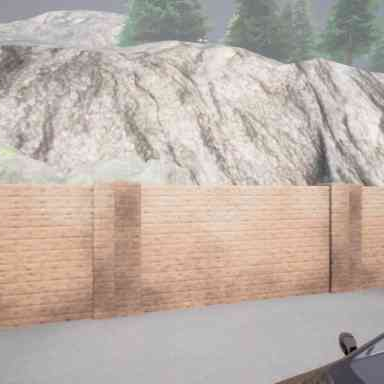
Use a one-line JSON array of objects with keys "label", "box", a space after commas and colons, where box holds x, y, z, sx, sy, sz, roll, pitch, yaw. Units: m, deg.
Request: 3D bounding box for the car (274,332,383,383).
[{"label": "car", "box": [2.178, 1.492, 1.904, 4.902, 1.511, 2.128, 0, 0, -18]}]
